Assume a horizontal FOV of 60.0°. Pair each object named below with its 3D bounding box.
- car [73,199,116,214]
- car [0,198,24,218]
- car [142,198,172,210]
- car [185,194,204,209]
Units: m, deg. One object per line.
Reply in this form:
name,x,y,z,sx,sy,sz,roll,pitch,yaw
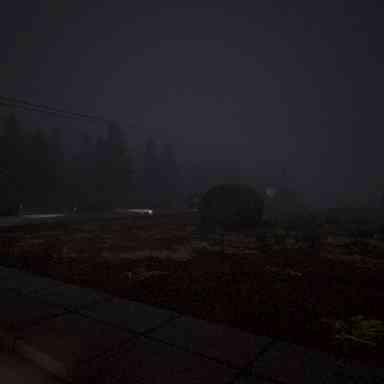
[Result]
car,-10.571,1.512,36.253,2.128,1.511,4.902,0,0,37
car,-16.771,1.371,27.889,2.097,1.767,4.553,0,0,37
car,-4.612,1.546,44.277,1.812,1.442,4.674,0,0,37
car,1.364,1.242,46.191,2.150,2.045,5.566,0,0,38
